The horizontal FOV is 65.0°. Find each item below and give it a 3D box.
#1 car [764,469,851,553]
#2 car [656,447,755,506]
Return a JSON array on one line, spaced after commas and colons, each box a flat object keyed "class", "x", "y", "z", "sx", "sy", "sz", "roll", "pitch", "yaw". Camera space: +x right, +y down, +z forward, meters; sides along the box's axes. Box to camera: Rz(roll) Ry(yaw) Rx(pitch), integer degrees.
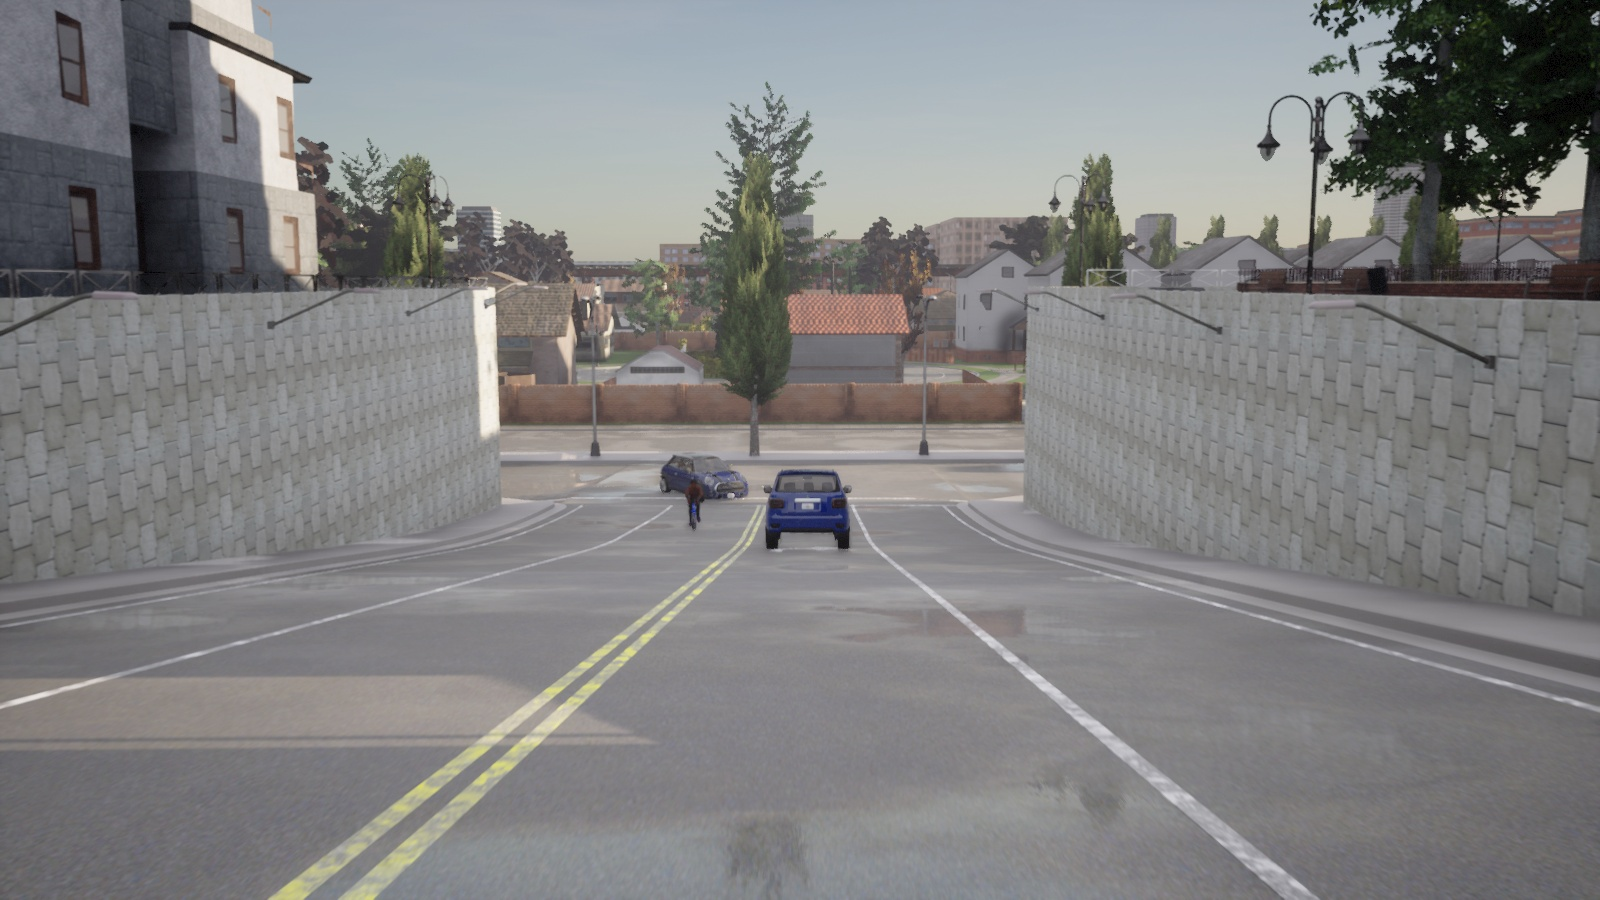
[{"class": "car", "x": 0.202, "y": 1.536, "z": 33.675, "sx": 2.150, "sy": 2.045, "sz": 5.566, "roll": 0, "pitch": -1, "yaw": 0}, {"class": "car", "x": -3.937, "y": 1.034, "z": 51.673, "sx": 2.097, "sy": 1.767, "sz": 4.553, "roll": -4, "pitch": 8, "yaw": -33}]
